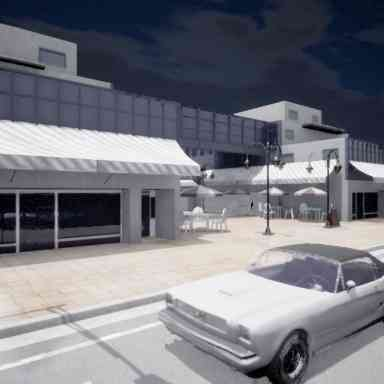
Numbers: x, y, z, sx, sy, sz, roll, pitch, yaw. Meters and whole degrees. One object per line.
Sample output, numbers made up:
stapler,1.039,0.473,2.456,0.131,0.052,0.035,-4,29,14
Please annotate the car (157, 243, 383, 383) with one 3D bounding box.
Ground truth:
car,1.831,1.601,5.450,4.718,1.301,1.895,0,0,-38
